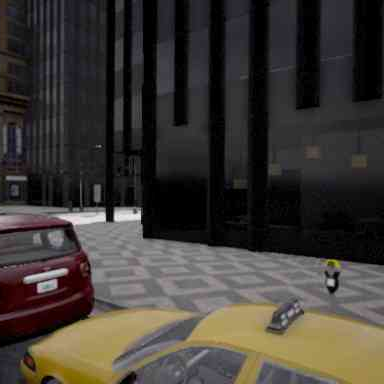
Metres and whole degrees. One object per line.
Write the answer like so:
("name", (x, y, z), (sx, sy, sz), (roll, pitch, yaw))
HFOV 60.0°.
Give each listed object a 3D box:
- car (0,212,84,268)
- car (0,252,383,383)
("car", (-3.802, 1.277, 5.670), (5.009, 1.841, 2.192), (0, 0, 35))
("car", (0.476, 1.519, 2.620), (4.829, 1.417, 1.752), (0, 0, 36))
